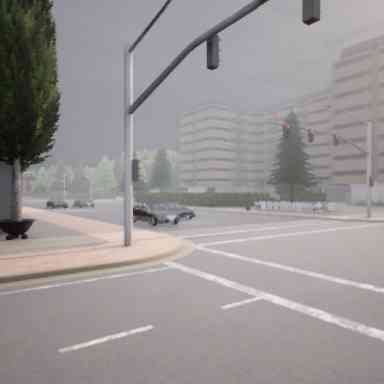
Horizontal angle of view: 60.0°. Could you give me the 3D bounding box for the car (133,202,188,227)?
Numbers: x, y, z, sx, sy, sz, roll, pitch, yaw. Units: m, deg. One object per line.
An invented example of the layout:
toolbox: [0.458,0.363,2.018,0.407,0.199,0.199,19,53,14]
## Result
car: [-2.713,1.493,22.958,2.128,1.511,4.902,0,0,-36]

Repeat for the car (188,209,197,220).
car: [-1.857,1.549,27.741,2.033,1.411,5.357,0,0,-36]

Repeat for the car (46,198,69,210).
car: [-17.963,1.549,44.114,2.033,1.411,5.357,0,0,-35]

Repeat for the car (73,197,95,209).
car: [-14.979,1.494,45.957,2.128,1.511,4.902,0,0,-35]
